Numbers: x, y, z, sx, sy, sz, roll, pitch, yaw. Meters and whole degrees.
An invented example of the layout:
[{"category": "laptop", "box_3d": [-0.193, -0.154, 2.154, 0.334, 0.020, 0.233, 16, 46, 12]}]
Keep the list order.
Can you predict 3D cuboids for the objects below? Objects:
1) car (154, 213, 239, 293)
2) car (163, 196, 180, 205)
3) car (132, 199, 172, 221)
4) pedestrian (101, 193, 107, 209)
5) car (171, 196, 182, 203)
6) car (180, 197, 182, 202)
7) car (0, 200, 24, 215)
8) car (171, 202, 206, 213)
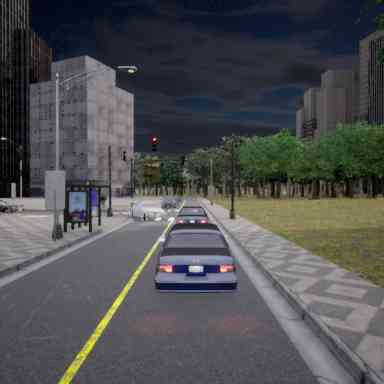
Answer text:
[{"category": "car", "box_3d": [0.080, 1.545, 8.987, 2.033, 1.411, 5.357, 0, 0, 0]}, {"category": "car", "box_3d": [-3.161, 1.307, 45.951, 2.097, 1.767, 4.553, 0, 0, 0]}, {"category": "car", "box_3d": [-3.601, 1.509, 27.344, 1.812, 1.442, 4.674, 1, -1, -28]}, {"category": "pedestrian", "box_3d": [-10.138, 1.050, 38.174, 0.375, 1.860, 0.375, 0, 0, 1]}, {"category": "car", "box_3d": [-3.123, 1.481, 67.261, 1.994, 1.385, 4.181, 0, 0, 1]}, {"category": "car", "box_3d": [-3.167, 1.429, 56.256, 2.128, 1.511, 4.902, 0, 0, 0]}, {"category": "car", "box_3d": [-18.809, 1.464, 32.167, 4.674, 1.442, 1.812, 0, 1, 1]}, {"category": "car", "box_3d": [0.050, 1.538, 19.322, 2.033, 1.411, 5.357, 0, 0, 1]}]
